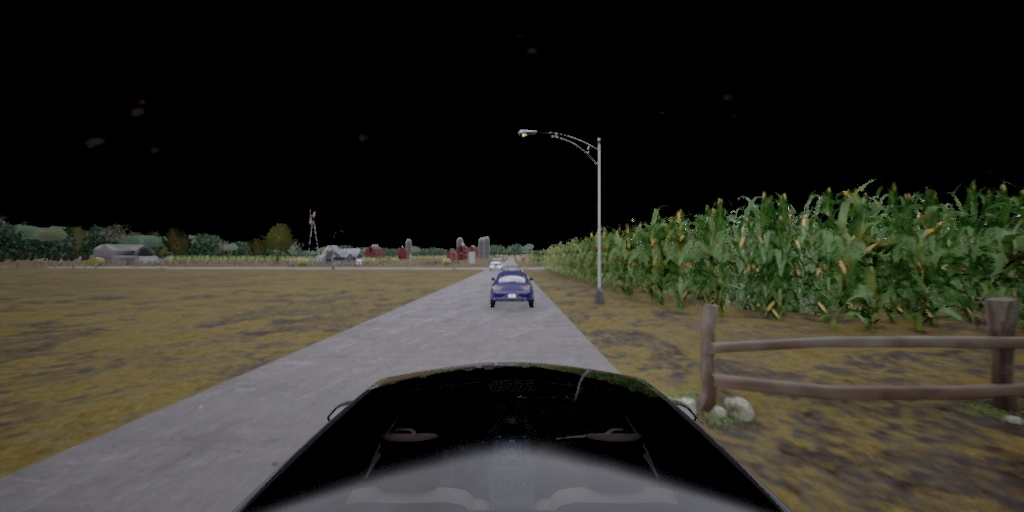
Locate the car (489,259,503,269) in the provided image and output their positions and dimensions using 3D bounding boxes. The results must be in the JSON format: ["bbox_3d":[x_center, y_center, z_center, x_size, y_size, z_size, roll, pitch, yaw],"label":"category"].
[{"bbox_3d":[-2.741,1.465,62.567,2.150,2.045,5.566,0,-1,0],"label":"car"}]

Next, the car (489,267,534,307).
[{"bbox_3d":[0.007,1.405,16.227,1.812,1.442,4.674,0,0,0],"label":"car"}]

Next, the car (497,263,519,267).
[{"bbox_3d":[0.006,1.546,30.830,2.033,1.411,5.357,0,0,0],"label":"car"}]
